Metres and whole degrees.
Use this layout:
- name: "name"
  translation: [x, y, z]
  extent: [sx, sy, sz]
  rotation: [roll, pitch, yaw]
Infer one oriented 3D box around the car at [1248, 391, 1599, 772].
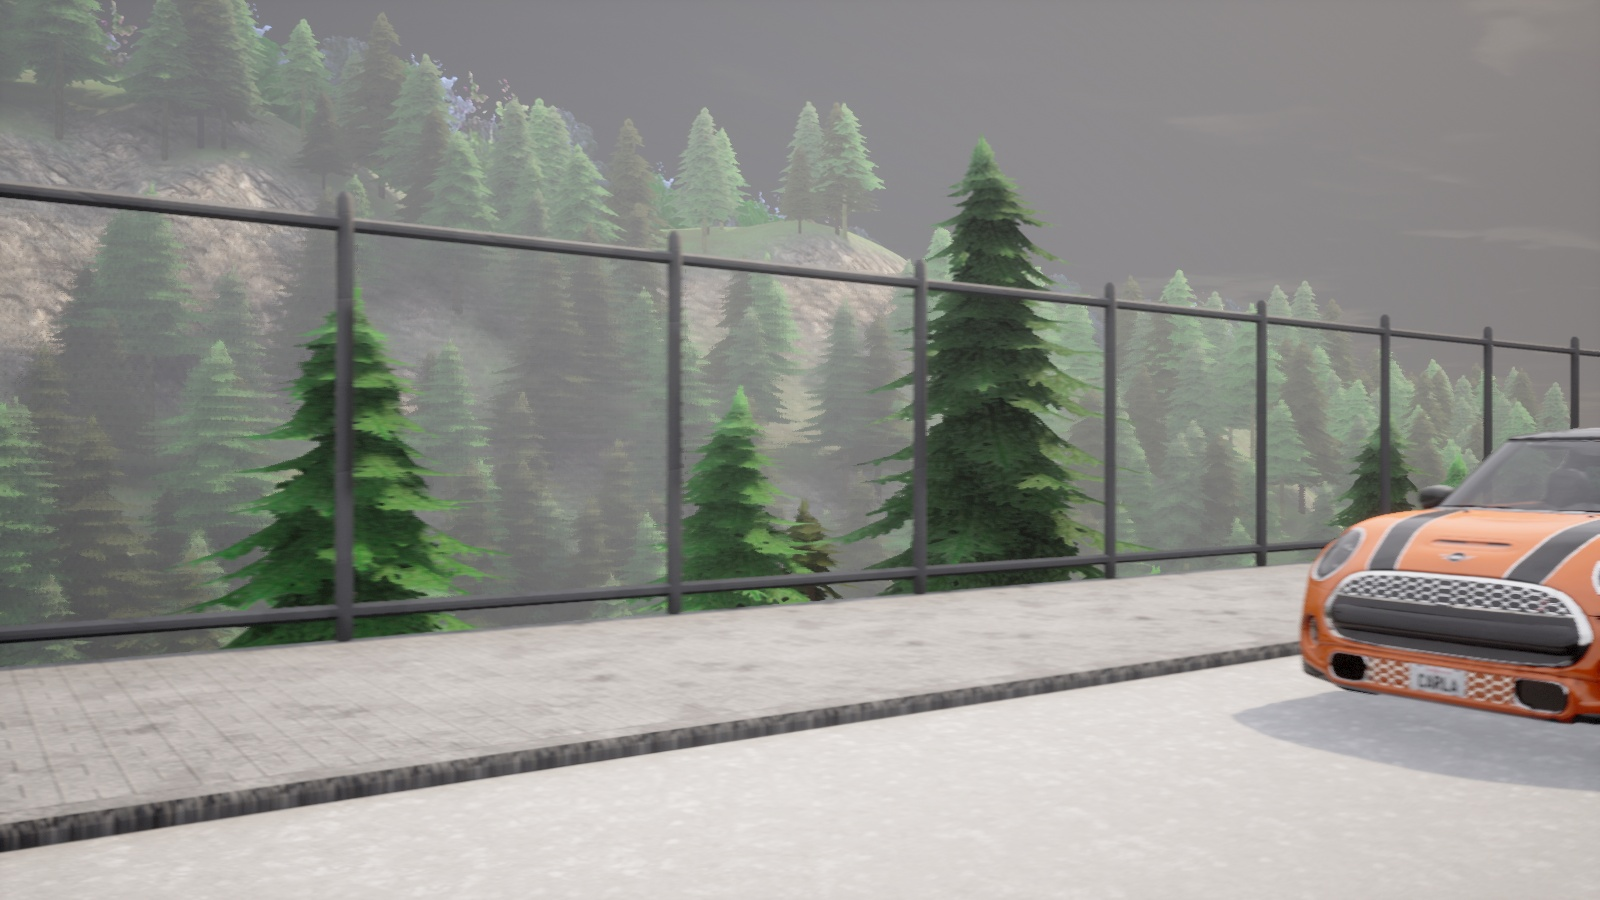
- name: "car"
  translation: [5.104, 0.612, 7.821]
  extent: [4.553, 1.767, 2.097]
  rotation: [0, 0, -35]
